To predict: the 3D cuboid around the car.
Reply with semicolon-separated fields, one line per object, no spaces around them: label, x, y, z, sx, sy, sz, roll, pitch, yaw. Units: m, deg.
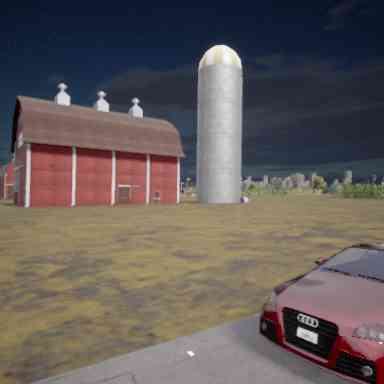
car;3.029;1.559;5.209;4.181;1.385;1.994;0;0;-35
